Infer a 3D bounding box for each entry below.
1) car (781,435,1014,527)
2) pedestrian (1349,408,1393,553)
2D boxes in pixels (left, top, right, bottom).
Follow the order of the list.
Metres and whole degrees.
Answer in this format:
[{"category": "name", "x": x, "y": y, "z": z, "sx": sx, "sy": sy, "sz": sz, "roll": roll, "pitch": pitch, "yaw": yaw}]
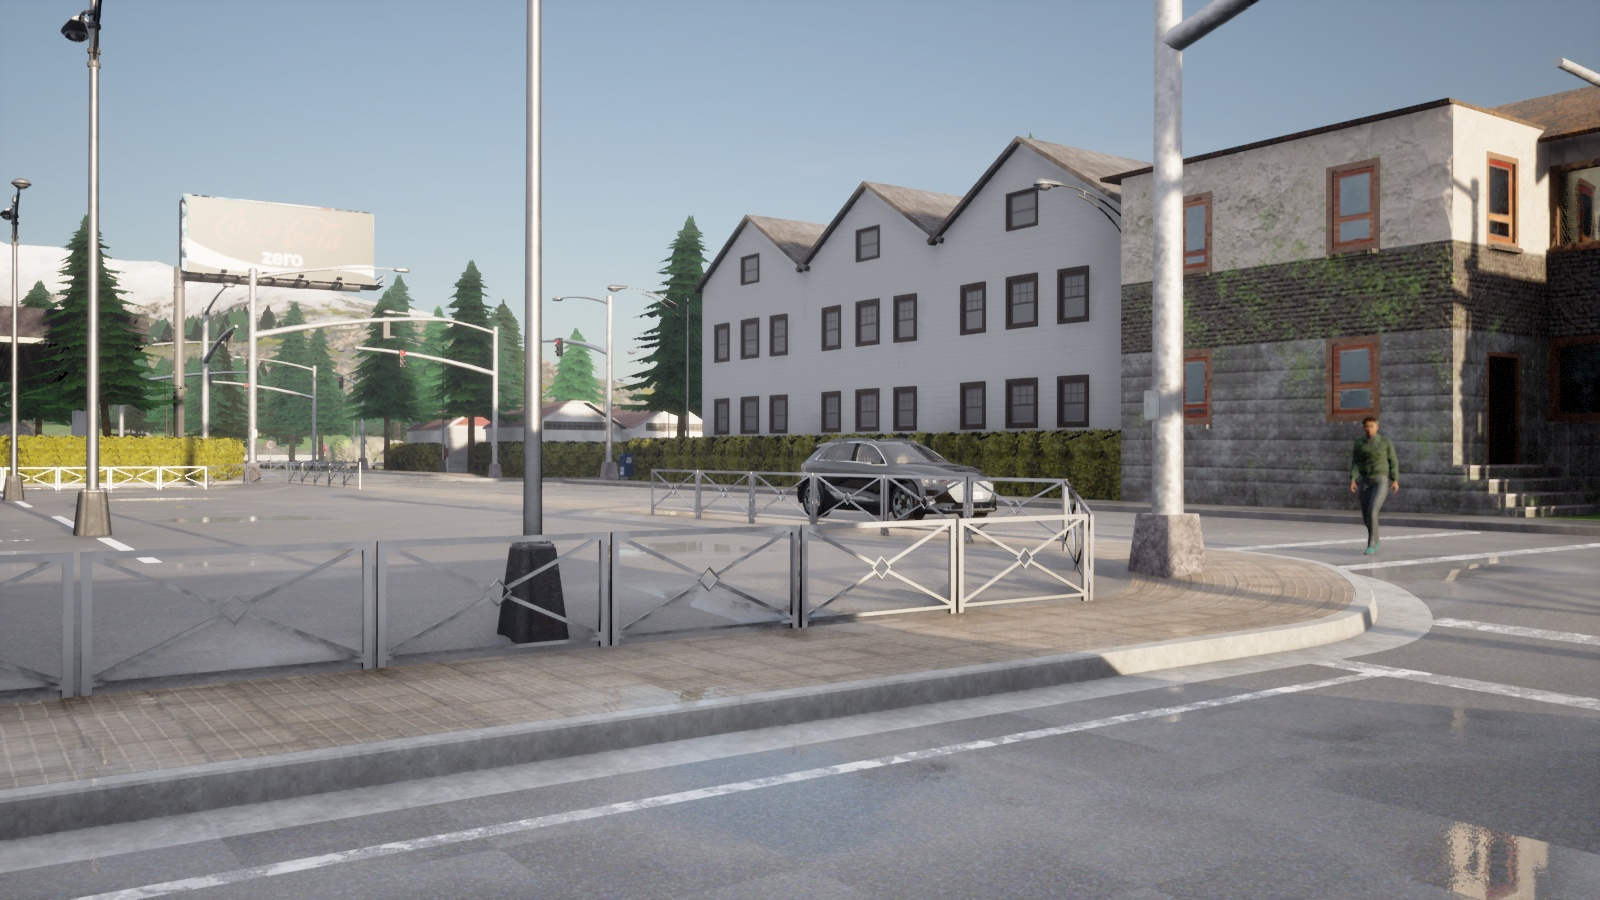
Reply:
[{"category": "car", "x": 1.814, "y": 0.556, "z": 25.045, "sx": 2.033, "sy": 1.649, "sz": 4.856, "roll": 0, "pitch": 0, "yaw": -35}, {"category": "pedestrian", "x": 7.405, "y": 0.389, "z": 16.274, "sx": 0.353, "sy": 1.847, "sz": 0.614, "roll": 0, "pitch": 0, "yaw": 42}]
